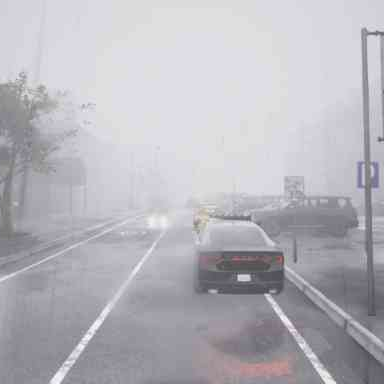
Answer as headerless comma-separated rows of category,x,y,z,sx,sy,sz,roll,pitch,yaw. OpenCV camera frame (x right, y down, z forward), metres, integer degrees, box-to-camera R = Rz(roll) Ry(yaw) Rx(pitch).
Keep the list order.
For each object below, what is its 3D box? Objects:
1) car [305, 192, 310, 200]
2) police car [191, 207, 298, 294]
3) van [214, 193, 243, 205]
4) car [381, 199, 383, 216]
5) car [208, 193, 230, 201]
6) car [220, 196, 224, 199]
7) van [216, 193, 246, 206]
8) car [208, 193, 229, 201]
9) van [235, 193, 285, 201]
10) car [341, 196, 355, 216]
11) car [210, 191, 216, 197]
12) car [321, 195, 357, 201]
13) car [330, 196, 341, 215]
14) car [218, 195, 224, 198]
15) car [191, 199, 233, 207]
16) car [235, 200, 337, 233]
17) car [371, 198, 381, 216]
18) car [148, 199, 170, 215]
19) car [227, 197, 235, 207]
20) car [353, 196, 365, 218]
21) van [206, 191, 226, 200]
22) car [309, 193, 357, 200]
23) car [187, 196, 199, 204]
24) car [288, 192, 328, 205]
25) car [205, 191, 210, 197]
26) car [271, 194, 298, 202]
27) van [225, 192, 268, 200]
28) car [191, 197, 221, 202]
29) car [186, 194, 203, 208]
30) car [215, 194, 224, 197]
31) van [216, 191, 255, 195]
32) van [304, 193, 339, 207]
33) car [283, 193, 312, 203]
car,18.905,1.134,46.115,5.566,2.045,2.435,0,1,0
police car,0.994,1.422,8.904,1.930,1.638,5.238,0,0,0
van,5.920,1.089,53.944,4.442,1.987,1.878,0,1,0
car,18.832,1.212,26.680,5.566,2.045,2.435,0,0,0
car,5.786,1.039,70.764,4.553,1.767,2.185,0,1,0
car,5.819,1.470,37.119,4.792,1.488,2.163,0,0,0
van,5.918,1.114,51.140,4.442,1.987,1.878,0,1,0
car,5.788,1.014,73.567,4.553,1.767,2.185,0,1,0
van,5.897,1.238,25.903,4.442,1.987,1.878,0,0,0
car,19.052,1.444,35.010,5.366,1.575,1.946,0,0,0
car,5.771,1.113,48.336,5.566,2.045,2.435,0,1,0
car,18.901,1.452,40.565,4.792,1.488,2.163,0,0,0
car,18.840,1.469,37.782,4.792,1.488,2.163,0,0,0
car,5.789,1.466,39.927,4.674,1.452,2.002,0,0,0
car,1.016,1.438,18.998,1.801,1.575,5.366,0,0,0
car,5.591,1.466,20.298,5.366,1.575,1.946,0,0,0
car,18.857,1.462,29.455,4.892,1.521,2.231,0,0,0
car,-3.178,1.434,32.879,2.128,1.511,4.902,0,0,0
car,5.778,1.460,28.707,5.008,1.535,2.097,0,0,0
car,18.860,1.455,32.233,5.008,1.535,2.097,0,0,0
van,5.707,0.864,79.172,4.442,1.987,1.878,0,1,0
car,18.846,1.153,43.338,5.566,2.045,2.435,0,0,0
car,0.128,1.354,58.654,1.994,1.385,4.181,0,0,0
car,18.912,1.060,54.441,5.566,2.045,2.435,0,1,0
car,5.784,0.963,65.156,5.566,2.045,2.435,0,1,0
car,18.901,1.188,68.323,4.892,1.521,2.231,0,1,0
van,5.669,1.231,31.514,4.442,1.987,1.878,0,0,0
car,1.030,1.424,25.005,1.801,1.575,5.366,0,0,0
car,0.111,1.429,45.236,2.033,1.411,5.357,0,0,0
car,5.801,1.409,42.730,4.892,1.521,2.231,0,0,0
van,5.913,1.163,45.536,4.442,1.987,1.878,0,0,0
van,18.996,1.135,48.891,4.442,1.987,1.878,0,1,0
car,18.919,1.136,59.995,4.553,1.767,2.185,0,1,0
